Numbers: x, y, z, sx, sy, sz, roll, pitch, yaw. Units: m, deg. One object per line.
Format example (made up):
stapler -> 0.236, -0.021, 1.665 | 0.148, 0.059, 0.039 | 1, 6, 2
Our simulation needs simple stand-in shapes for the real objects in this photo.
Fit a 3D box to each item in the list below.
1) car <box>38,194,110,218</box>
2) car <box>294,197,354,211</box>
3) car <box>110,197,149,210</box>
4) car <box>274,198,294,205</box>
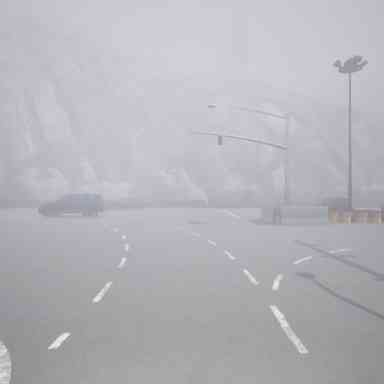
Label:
car -> -10.421, 1.154, 29.206 | 5.566, 2.045, 2.150 | 0, 0, -3
car -> 12.199, 1.288, 30.384 | 4.553, 1.767, 2.097 | 0, 0, -3
car -> -7.656, 1.402, 39.865 | 4.902, 1.511, 2.128 | 0, 0, -3
car -> 12.480, 1.440, 40.903 | 4.674, 1.442, 1.812 | 0, 0, -3
